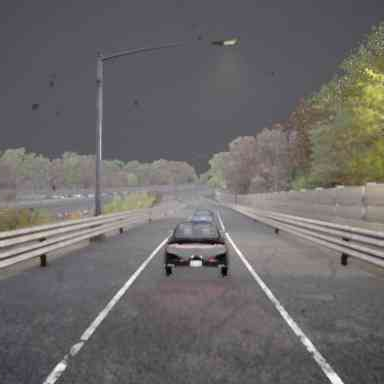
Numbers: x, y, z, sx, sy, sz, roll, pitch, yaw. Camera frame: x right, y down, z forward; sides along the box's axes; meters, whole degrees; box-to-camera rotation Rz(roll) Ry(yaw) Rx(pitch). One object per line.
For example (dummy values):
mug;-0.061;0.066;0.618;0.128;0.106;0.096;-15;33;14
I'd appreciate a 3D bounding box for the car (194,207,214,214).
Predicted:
car;0.905;2.128;27.276;2.033;1.411;5.357;0;-1;3

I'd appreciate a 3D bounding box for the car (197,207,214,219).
car;1.674;2.472;40.201;1.895;1.301;4.718;0;-1;4

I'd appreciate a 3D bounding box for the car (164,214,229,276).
car;0.166;1.706;11.104;2.128;1.511;4.902;0;-1;1
